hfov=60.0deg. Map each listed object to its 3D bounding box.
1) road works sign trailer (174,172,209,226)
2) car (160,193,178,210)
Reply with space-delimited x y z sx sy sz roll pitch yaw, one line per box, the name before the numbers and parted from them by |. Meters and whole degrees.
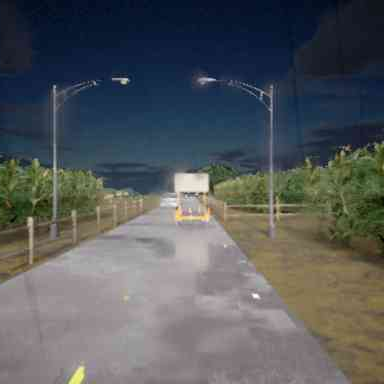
road works sign trailer | -0.013 0.426 22.847 2.380 3.560 2.880 0 0 0
car | -2.864 1.167 43.045 2.150 2.045 5.566 0 0 0
